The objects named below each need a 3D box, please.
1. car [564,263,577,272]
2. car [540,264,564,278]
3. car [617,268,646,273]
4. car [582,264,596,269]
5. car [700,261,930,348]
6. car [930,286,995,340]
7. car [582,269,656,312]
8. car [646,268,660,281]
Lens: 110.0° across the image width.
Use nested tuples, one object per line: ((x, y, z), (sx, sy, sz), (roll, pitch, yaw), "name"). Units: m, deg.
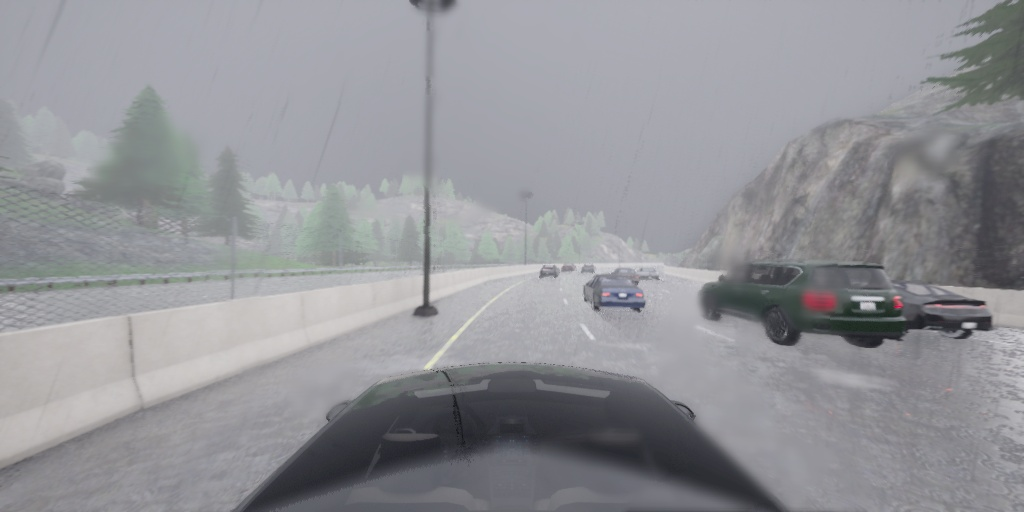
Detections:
((9.934, 1.980, 61.834), (1.882, 1.535, 5.008), (0, -1, 19), "car")
((4.365, 1.706, 41.016), (2.128, 1.511, 4.902), (0, -1, 13), "car")
((9.450, 1.714, 30.219), (2.033, 1.411, 5.357), (1, -1, 9), "car")
((12.565, 1.993, 58.559), (2.128, 1.511, 4.902), (0, -1, 18), "car")
((7.526, 1.156, 10.137), (2.150, 2.045, 5.566), (1, 0, 3), "car")
((11.093, 1.480, 11.024), (2.128, 1.511, 4.902), (1, -1, 3), "car")
((4.206, 1.494, 15.442), (2.033, 1.411, 5.357), (1, -1, 5), "car")
((14.450, 1.917, 38.495), (1.895, 1.301, 4.718), (1, -1, 12), "car")
